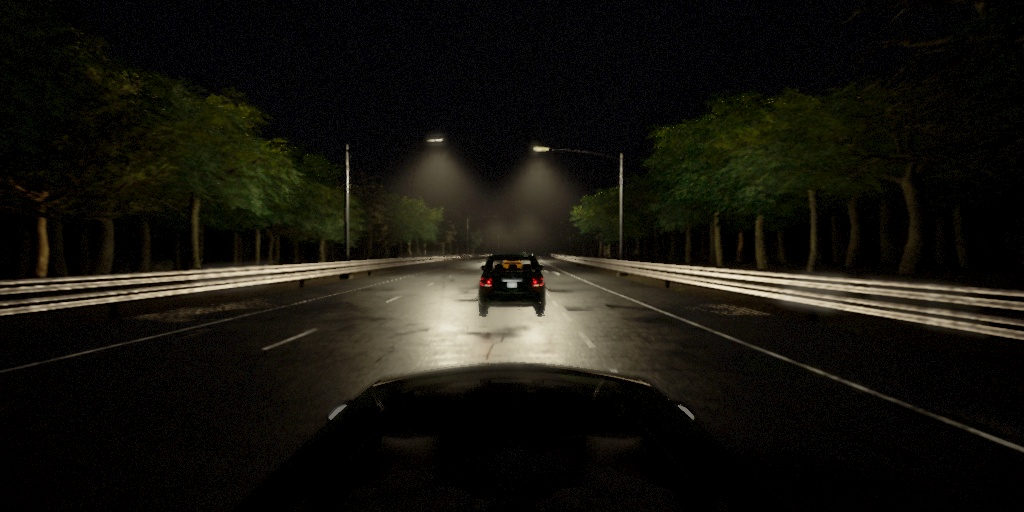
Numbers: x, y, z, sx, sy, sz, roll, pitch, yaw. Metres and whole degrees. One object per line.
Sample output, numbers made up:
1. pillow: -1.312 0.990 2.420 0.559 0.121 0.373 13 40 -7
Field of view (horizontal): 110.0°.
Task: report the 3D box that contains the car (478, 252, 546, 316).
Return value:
1. car: 0.005 0.935 13.285 2.150 2.045 5.566 0 0 0
